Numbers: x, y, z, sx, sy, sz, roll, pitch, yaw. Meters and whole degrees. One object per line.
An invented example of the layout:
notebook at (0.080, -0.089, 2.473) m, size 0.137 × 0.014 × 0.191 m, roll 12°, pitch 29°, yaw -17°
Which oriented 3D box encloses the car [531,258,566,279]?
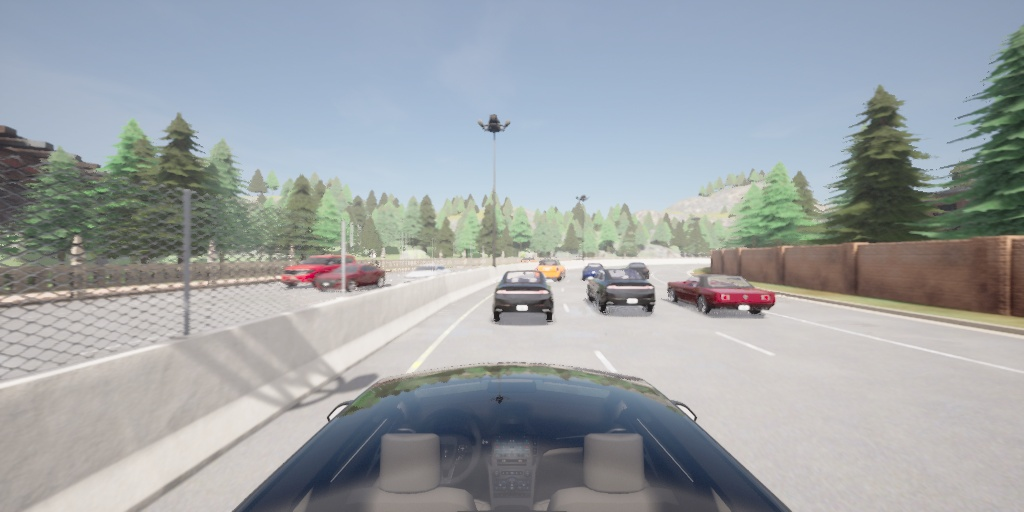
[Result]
car at (3.244, 1.065, 29.683) m, size 2.097 × 1.767 × 4.553 m, roll 0°, pitch 0°, yaw 14°

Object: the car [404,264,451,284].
car at (-5.449, 1.246, 23.629) m, size 1.812 × 1.442 × 4.674 m, roll 0°, pitch 0°, yaw 10°

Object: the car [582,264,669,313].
car at (4.070, 1.226, 13.920) m, size 2.128 × 1.511 × 4.902 m, roll 0°, pitch 0°, yaw 5°

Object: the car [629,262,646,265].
car at (10.795, 1.238, 30.942) m, size 1.812 × 1.442 × 4.674 m, roll 0°, pitch 0°, yaw 16°

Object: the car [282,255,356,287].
car at (-12.499, 0.943, 23.973) m, size 2.150 × 2.045 × 5.566 m, roll 0°, pitch 0°, yaw 10°

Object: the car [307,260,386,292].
car at (-9.363, 1.201, 21.236) m, size 1.882 × 1.535 × 5.008 m, roll 0°, pitch 0°, yaw 9°

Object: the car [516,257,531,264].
car at (2.523, 1.021, 63.823) m, size 2.097 × 1.767 × 4.553 m, roll 0°, pitch 0°, yaw 32°

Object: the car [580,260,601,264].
car at (7.084, 1.276, 30.593) m, size 1.994 × 1.385 × 4.181 m, roll 0°, pitch 0°, yaw 15°

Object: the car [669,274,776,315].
car at (7.511, 1.336, 13.532) m, size 1.895 × 1.301 × 4.718 m, roll 0°, pitch 0°, yaw 5°

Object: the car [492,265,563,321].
car at (0.430, 1.227, 12.395) m, size 2.128 × 1.511 × 4.902 m, roll 0°, pitch 0°, yaw 3°
